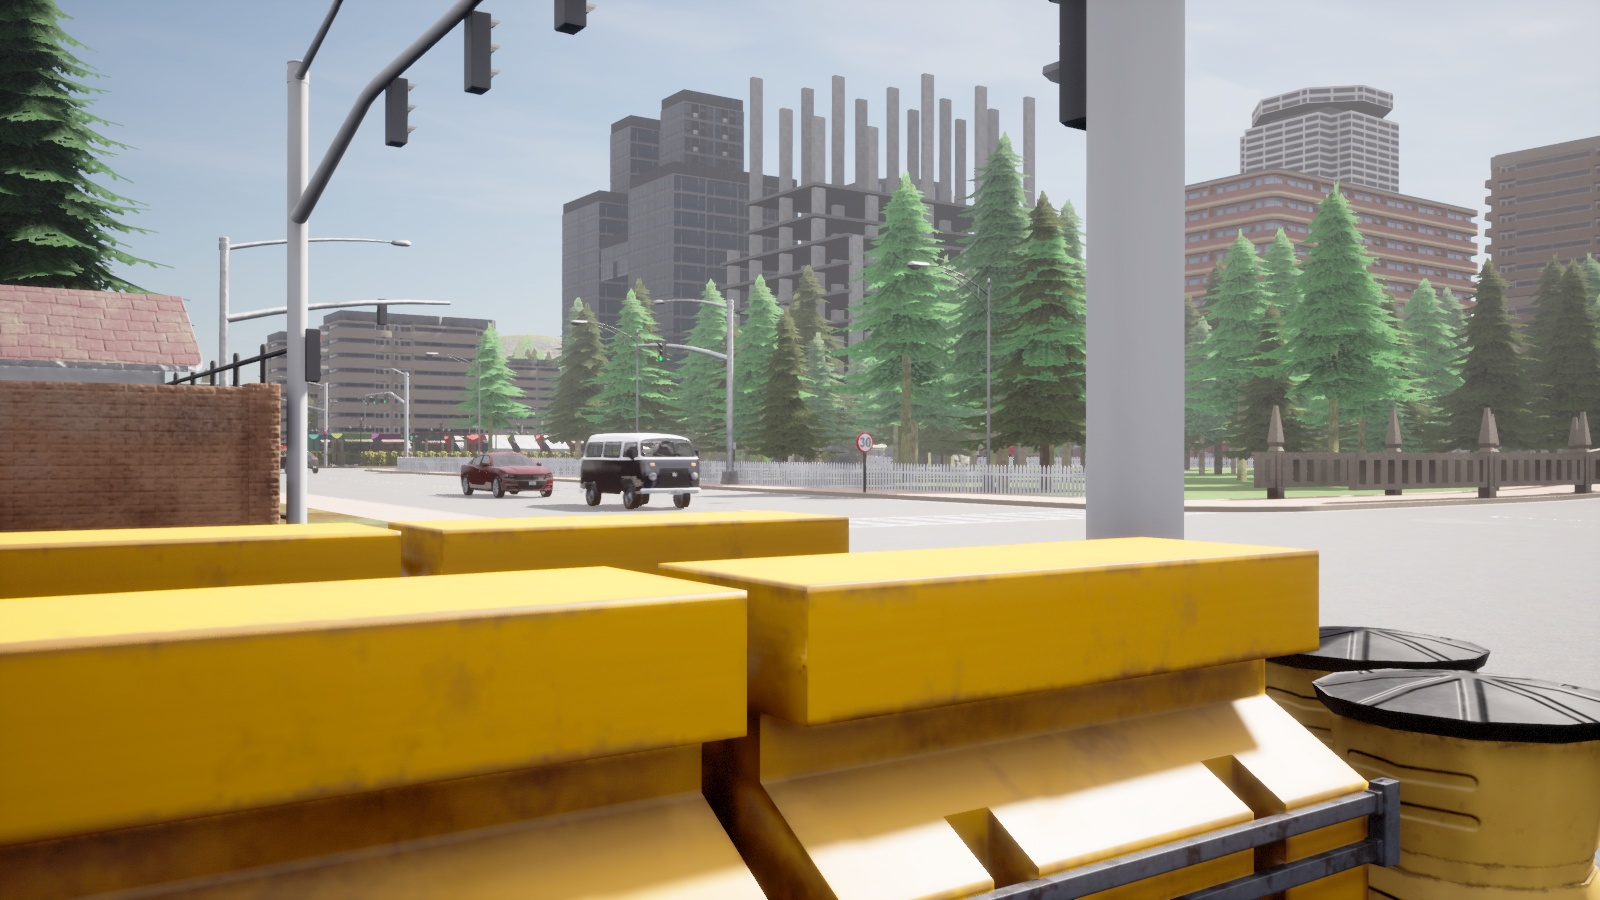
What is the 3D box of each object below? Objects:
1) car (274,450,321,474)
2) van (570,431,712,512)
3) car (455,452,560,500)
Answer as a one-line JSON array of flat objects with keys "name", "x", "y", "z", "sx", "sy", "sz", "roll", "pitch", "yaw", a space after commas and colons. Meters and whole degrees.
[{"name": "car", "x": -35.247, "y": 0.813, "z": 88.001, "sx": 2.152, "sy": 1.651, "sz": 5.027, "roll": 0, "pitch": 0, "yaw": -33}, {"name": "van", "x": -4.403, "y": 0.565, "z": 34.199, "sx": 2.069, "sy": 2.038, "sz": 4.480, "roll": 0, "pitch": -1, "yaw": -33}, {"name": "car", "x": -10.039, "y": 0.849, "z": 42.856, "sx": 1.882, "sy": 1.535, "sz": 5.008, "roll": 0, "pitch": 0, "yaw": -33}]
